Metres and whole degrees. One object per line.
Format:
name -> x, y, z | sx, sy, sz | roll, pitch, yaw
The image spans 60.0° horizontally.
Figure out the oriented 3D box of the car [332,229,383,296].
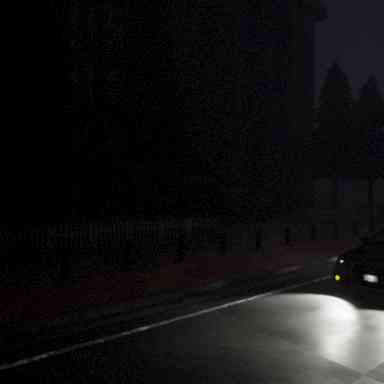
car -> 5.193, 1.570, 7.955 | 4.181, 1.385, 1.994 | 0, 0, -38
